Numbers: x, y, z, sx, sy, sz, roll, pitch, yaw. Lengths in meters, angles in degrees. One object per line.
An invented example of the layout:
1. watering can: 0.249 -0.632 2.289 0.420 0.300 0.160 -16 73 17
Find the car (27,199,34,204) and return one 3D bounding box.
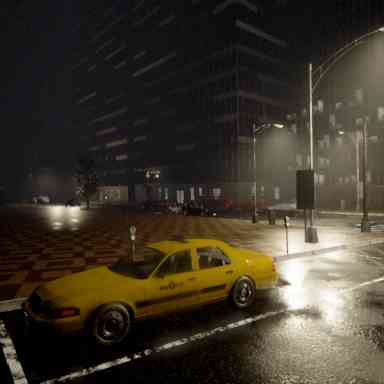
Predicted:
1. car: -35.977 2.066 76.468 1.752 1.417 4.829 -2 1 -41

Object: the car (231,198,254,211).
1. car: 7.153 1.634 39.307 1.802 1.307 4.206 -2 1 -41

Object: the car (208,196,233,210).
1. car: 3.454 1.399 43.579 2.192 1.841 5.009 -2 1 -41

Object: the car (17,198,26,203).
1. car: -43.345 2.126 85.012 1.752 1.417 4.829 -2 1 -41

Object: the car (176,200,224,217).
1. car: 0.759 1.792 33.877 1.947 1.339 4.313 -2 1 -41

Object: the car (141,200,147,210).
1. car: -5.049 1.743 44.602 1.837 1.490 4.892 -2 1 -41

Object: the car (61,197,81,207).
1. car: -21.348 1.999 59.510 1.802 1.307 4.206 -2 1 -41

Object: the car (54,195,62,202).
1. car: -33.445 1.943 86.363 1.887 1.381 4.507 -2 1 -41

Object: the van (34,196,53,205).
1. van: -32.407 1.852 72.323 1.690 1.788 3.998 -2 1 -41

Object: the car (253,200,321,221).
1. car: 8.372 1.669 29.022 2.033 1.411 5.357 -2 1 -41

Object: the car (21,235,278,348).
1. car: -0.465 1.524 6.245 4.829 1.417 1.752 0 -1 -35

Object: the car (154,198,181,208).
1. car: -3.920 1.714 52.140 1.947 1.339 4.313 -2 1 -41

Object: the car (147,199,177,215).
1. car: -2.929 1.698 38.147 1.967 1.590 4.097 -2 1 -41
